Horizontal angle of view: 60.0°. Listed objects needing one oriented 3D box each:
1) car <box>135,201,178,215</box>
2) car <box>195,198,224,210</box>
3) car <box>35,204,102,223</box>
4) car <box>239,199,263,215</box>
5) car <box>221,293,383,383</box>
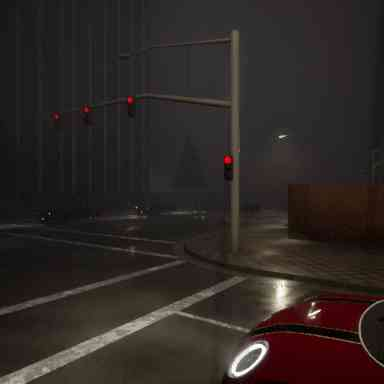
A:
[{"bbox_3d":[-3.560,1.601,33.624,1.895,1.301,4.718,0,0,35],"label":"car"},{"bbox_3d":[2.283,1.491,41.835,2.128,1.511,4.902,0,0,36],"label":"car"},{"bbox_3d":[-9.341,1.601,25.468,1.895,1.301,4.718,0,0,35],"label":"car"},{"bbox_3d":[5.691,1.491,34.241,2.128,1.511,4.902,0,0,35],"label":"car"},{"bbox_3d":[2.429,1.352,2.225,4.553,1.767,2.097,0,0,36],"label":"car"}]
